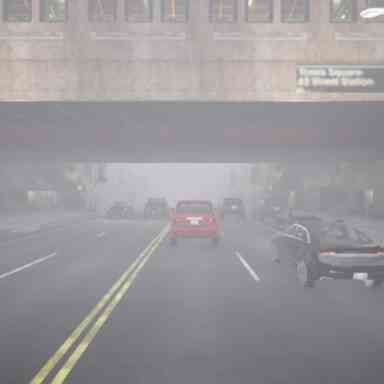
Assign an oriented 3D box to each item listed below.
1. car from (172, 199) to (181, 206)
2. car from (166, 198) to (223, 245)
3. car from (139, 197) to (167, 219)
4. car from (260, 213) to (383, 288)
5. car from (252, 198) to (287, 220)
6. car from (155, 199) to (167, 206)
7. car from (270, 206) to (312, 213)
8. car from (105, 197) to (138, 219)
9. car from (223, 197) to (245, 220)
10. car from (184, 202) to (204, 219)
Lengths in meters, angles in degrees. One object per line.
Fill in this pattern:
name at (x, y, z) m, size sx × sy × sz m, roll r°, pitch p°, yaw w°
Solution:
car at (-3.401, 2.307, 74.388) m, size 1.895 × 1.301 × 4.718 m, roll 0°, pitch -1°, yaw 0°
car at (0.132, 1.383, 16.621) m, size 2.150 × 2.045 × 5.566 m, roll 0°, pitch -1°, yaw 0°
car at (-3.471, 1.541, 32.891) m, size 2.150 × 2.045 × 5.566 m, roll 0°, pitch -1°, yaw 0°
car at (3.586, 1.586, 9.486) m, size 2.128 × 1.511 × 4.902 m, roll 0°, pitch 0°, yaw 0°
car at (6.679, 1.509, 28.880) m, size 2.435 × 2.045 × 5.566 m, roll 0°, pitch -1°, yaw 0°
car at (-6.897, 2.242, 74.230) m, size 2.128 × 1.511 × 4.902 m, roll 0°, pitch -1°, yaw 0°
car at (6.724, 1.804, 21.481) m, size 1.895 × 1.301 × 4.718 m, roll 0°, pitch -1°, yaw 0°
car at (-6.971, 1.668, 32.602) m, size 2.097 × 1.767 × 4.553 m, roll 0°, pitch -1°, yaw 0°
car at (3.722, 1.531, 31.953) m, size 2.150 × 2.045 × 5.566 m, roll 0°, pitch -1°, yaw 0°
car at (0.220, 1.812, 34.461) m, size 1.882 × 1.535 × 5.008 m, roll 0°, pitch -1°, yaw 0°
